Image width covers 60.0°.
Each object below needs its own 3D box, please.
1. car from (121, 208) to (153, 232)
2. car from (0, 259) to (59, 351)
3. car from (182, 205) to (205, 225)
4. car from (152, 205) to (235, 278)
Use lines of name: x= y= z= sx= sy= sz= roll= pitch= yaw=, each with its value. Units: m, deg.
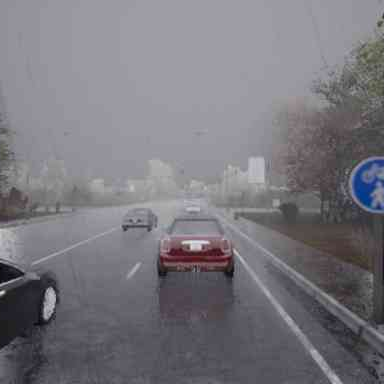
car: x=-3.407 y=1.815 z=22.388 sx=2.033 sy=1.411 sz=5.357 roll=0 pitch=-1 yaw=0
car: x=-3.402 y=1.558 z=4.349 sx=1.837 sy=1.490 sz=4.892 roll=0 pitch=-1 yaw=0
car: x=0.093 y=1.862 z=28.166 sx=1.812 sy=1.442 sz=4.674 roll=0 pitch=-1 yaw=0
car: x=0.098 y=1.482 z=10.780 sx=2.097 sy=1.767 sz=4.553 roll=0 pitch=-1 yaw=0
